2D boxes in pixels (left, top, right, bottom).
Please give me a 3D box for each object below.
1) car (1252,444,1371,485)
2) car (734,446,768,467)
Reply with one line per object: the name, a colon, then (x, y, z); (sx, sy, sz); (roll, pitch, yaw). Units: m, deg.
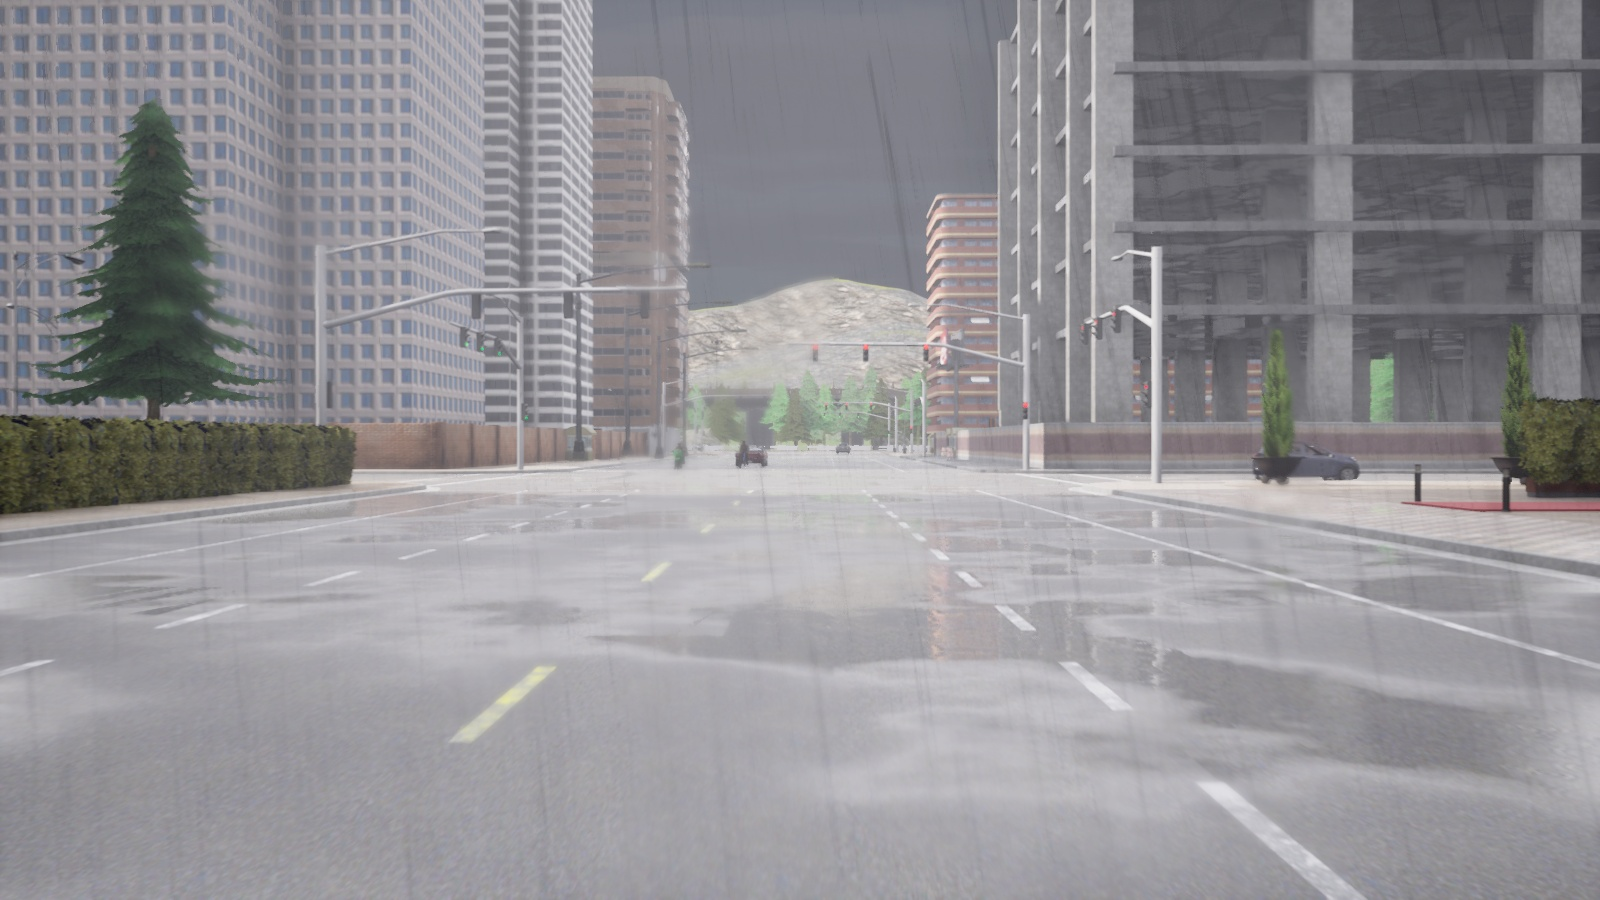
car: (18.831, 0.514, 46.375); (3.633, 1.501, 1.845); (0, 0, 0)
car: (-3.071, 0.395, 79.709); (1.895, 1.301, 4.718); (0, 0, 1)
